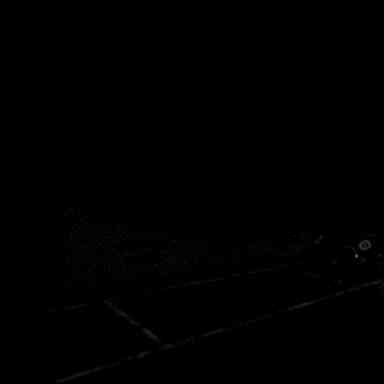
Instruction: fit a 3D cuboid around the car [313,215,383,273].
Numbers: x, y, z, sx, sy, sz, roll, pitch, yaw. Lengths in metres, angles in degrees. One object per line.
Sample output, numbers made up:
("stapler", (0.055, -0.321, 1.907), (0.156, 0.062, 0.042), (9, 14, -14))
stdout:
("car", (5.723, 1.488, 10.740), (4.097, 1.590, 1.967), (0, -1, -35))
